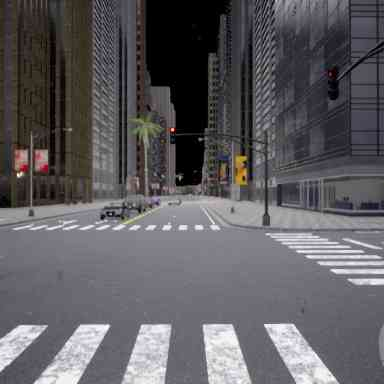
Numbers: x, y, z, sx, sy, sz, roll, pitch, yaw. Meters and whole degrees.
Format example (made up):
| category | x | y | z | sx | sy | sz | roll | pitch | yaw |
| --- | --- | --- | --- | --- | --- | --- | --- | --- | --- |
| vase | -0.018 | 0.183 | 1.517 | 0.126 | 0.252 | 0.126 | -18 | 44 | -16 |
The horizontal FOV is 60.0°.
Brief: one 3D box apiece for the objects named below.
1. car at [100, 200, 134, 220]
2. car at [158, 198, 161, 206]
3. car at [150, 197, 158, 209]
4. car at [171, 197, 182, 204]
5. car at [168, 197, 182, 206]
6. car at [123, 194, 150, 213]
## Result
| category | x | y | z | sx | sy | sz | roll | pitch | yaw |
| --- | --- | --- | --- | --- | --- | --- | --- | --- | --- |
| car | -6.630 | 1.626 | 29.085 | 1.994 | 1.385 | 4.181 | 0 | 0 | 0 |
| car | -6.612 | 1.649 | 58.477 | 1.882 | 1.535 | 5.008 | 0 | 0 | 0 |
| car | -6.644 | 1.480 | 48.338 | 2.097 | 1.767 | 4.553 | 0 | 0 | 0 |
| car | -3.228 | 1.785 | 69.651 | 1.994 | 1.385 | 4.181 | 0 | 0 | 0 |
| car | -3.218 | 1.778 | 59.755 | 1.895 | 1.301 | 4.718 | 0 | 0 | 0 |
| car | -6.641 | 1.312 | 38.409 | 2.150 | 2.045 | 5.566 | 0 | 0 | 0 |
